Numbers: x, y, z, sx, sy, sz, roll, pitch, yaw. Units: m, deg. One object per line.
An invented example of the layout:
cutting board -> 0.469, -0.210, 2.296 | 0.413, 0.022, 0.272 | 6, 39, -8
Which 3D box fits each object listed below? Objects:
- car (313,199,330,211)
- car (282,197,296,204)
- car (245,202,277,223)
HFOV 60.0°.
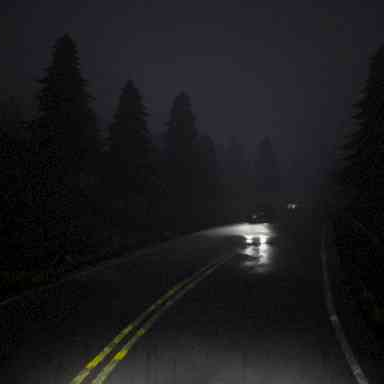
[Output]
car -> 16.339, 1.621, 41.902 | 2.033, 1.411, 5.357 | -1, -1, 25
car -> 19.398, 1.708, 66.985 | 2.128, 1.511, 4.902 | 1, 0, 1
car -> 5.659, 1.599, 27.096 | 2.128, 1.511, 4.902 | -1, -1, 24
